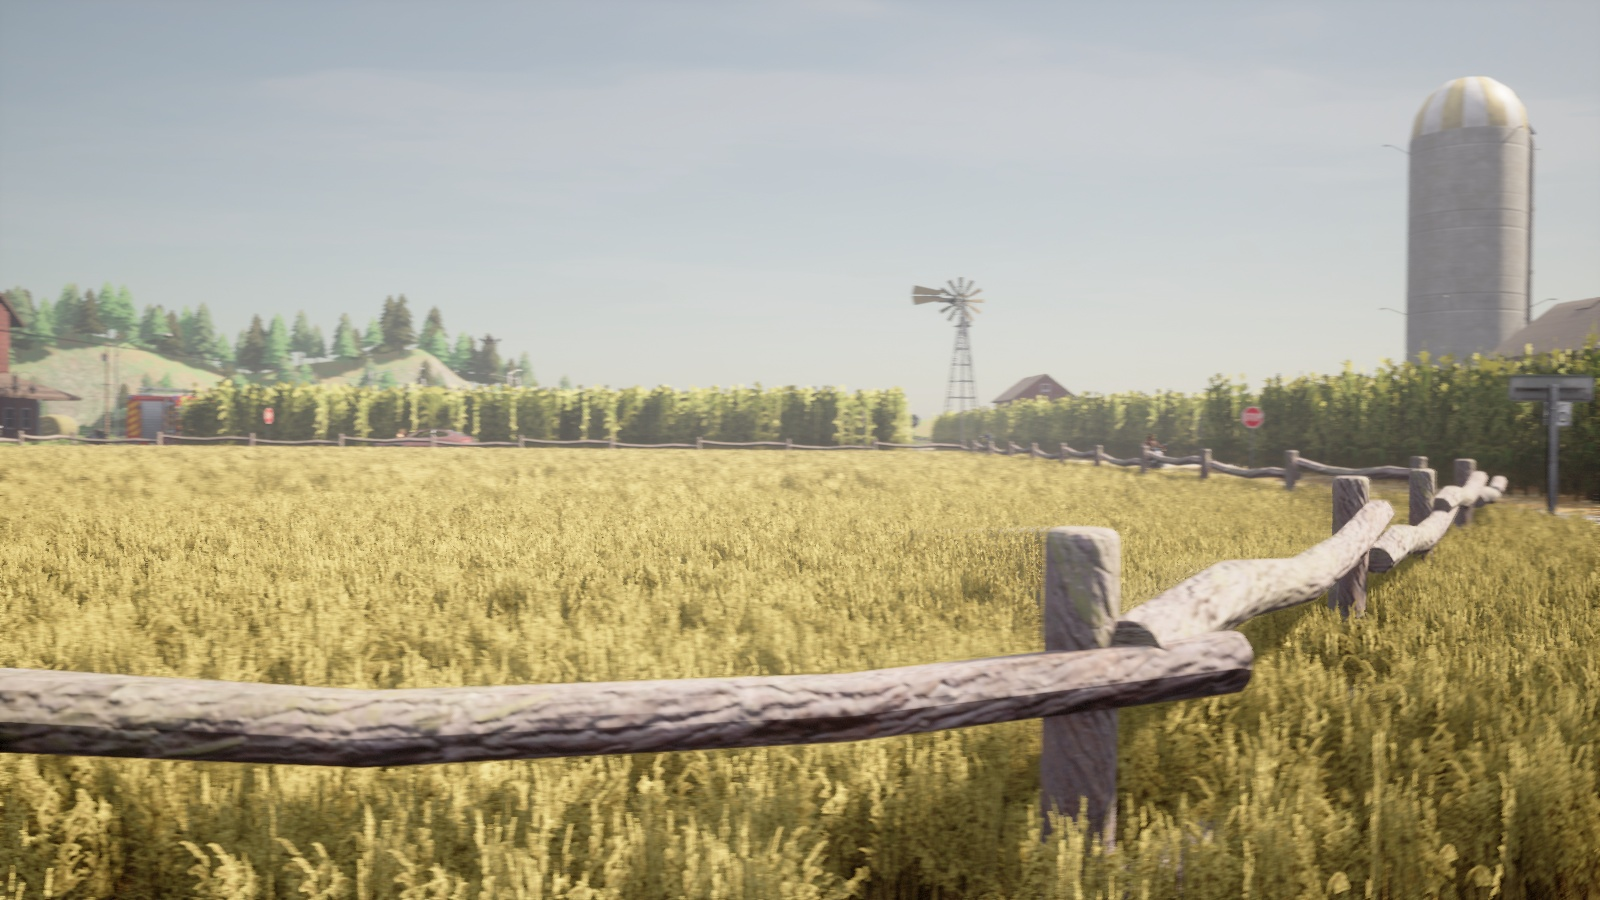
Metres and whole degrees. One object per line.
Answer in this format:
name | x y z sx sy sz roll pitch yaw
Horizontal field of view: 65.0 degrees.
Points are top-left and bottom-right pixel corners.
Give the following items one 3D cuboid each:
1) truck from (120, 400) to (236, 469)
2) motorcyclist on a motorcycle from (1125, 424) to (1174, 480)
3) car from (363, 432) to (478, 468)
truck | -36.712 -0.903 74.537 2.891 3.827 8.468 -1 1 -2
motorcyclist on a motorcycle | 10.760 0.033 38.754 0.766 1.649 2.350 -1 1 -2
car | -18.753 -0.008 62.174 5.027 1.651 2.152 -1 1 -2
